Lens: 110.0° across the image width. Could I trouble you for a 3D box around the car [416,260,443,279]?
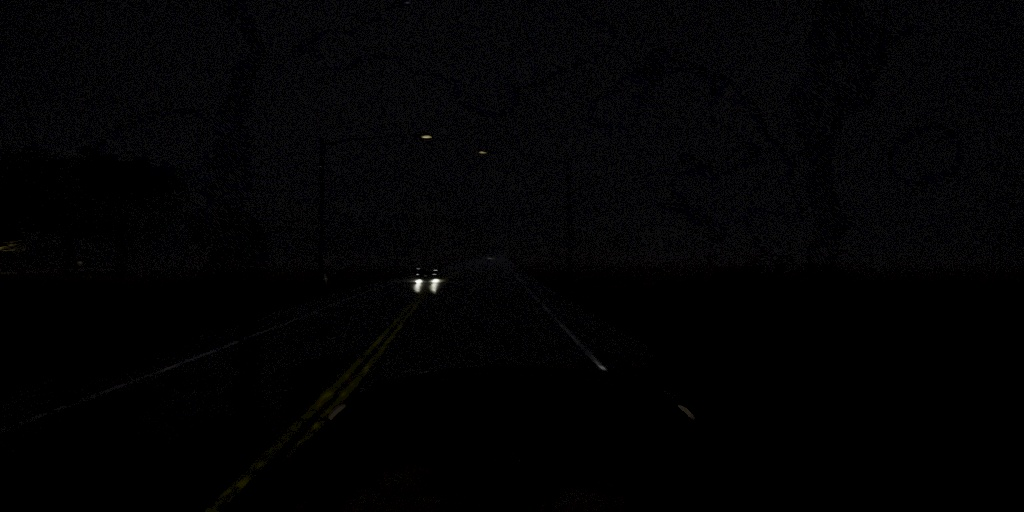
[{"bbox_3d":[-8.288,1.303,36.238,2.097,1.767,4.553,0,0,-2],"label":"car"}]
